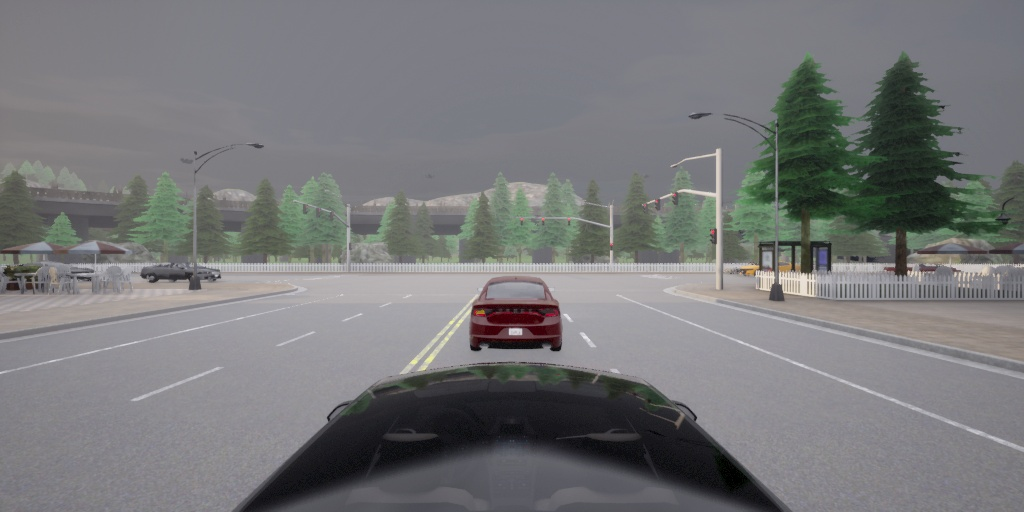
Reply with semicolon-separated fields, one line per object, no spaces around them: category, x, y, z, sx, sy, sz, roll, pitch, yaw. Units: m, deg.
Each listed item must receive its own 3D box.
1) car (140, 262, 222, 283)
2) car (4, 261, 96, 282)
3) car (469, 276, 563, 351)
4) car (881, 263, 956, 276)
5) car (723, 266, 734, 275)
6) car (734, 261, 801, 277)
car;-24.137;1.186;26.256;4.902;1.511;2.128;0;0;-2
car;-33.607;1.172;26.197;5.008;1.535;1.882;0;0;-2
car;0.103;1.227;9.002;1.882;1.535;5.008;0;0;1
car;37.027;1.295;32.757;4.718;1.301;1.895;0;0;5
car;24.084;1.294;36.636;4.718;1.301;1.895;0;0;1
car;23.818;1.171;33.127;5.008;1.535;1.882;0;0;1
